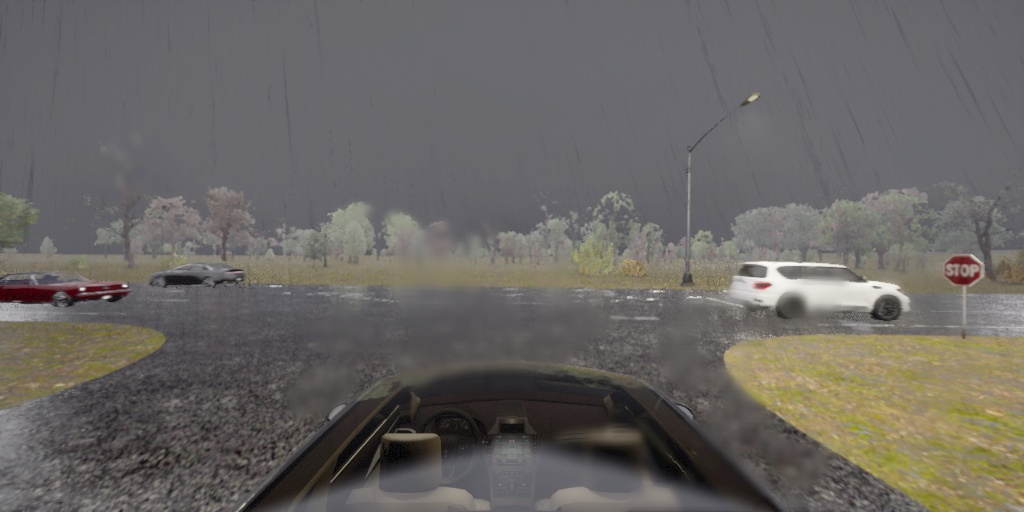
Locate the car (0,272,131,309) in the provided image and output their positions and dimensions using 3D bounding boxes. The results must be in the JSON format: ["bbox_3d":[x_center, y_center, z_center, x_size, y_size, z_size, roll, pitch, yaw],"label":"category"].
[{"bbox_3d":[-18.301,1.300,14.279,4.718,1.301,1.895,1,0,1],"label":"car"}]

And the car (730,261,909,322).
[{"bbox_3d":[11.411,1.256,13.587,5.566,2.045,2.150,1,0,1],"label":"car"}]

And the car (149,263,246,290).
[{"bbox_3d":[-18.588,1.157,21.287,4.902,1.511,2.128,1,0,1],"label":"car"}]
